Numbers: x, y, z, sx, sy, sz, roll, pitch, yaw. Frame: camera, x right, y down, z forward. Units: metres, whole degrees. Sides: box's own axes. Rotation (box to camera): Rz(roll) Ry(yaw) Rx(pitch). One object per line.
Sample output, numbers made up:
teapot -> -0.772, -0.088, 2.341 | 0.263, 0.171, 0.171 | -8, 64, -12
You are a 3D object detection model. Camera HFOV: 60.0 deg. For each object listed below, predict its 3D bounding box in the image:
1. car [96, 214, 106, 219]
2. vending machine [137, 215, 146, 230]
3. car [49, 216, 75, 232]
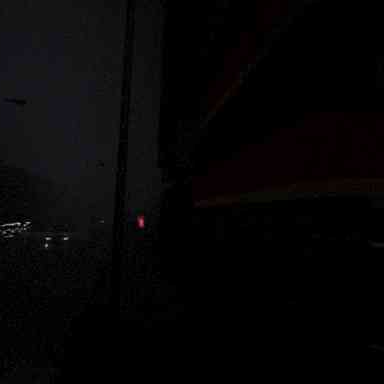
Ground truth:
car -> -20.603, 5.621, 75.291 | 2.097, 1.767, 4.553 | 3, -4, -10
vending machine -> -7.491, 4.467, 49.213 | 1.100, 2.100, 0.880 | 3, -4, -10
car -> -13.293, 3.272, 34.259 | 1.882, 1.535, 5.008 | 3, -4, -10
